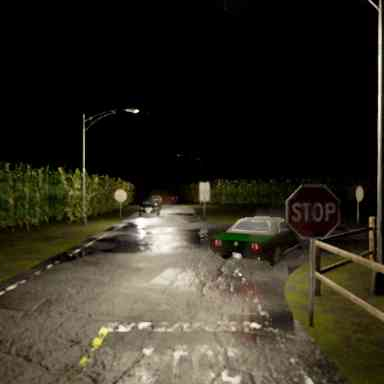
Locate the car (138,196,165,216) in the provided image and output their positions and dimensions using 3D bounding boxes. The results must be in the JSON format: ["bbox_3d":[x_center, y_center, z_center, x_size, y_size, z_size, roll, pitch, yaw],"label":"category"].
[{"bbox_3d":[-3.919,1.417,31.310,2.128,1.511,4.902,0,0,-3],"label":"car"}]

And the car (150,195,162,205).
[{"bbox_3d":[-5.906,1.365,55.093,1.882,1.535,5.008,0,0,-6],"label":"car"}]

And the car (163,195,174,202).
[{"bbox_3d":[-5.090,1.422,71.560,1.994,1.385,4.181,0,0,-8],"label":"car"}]

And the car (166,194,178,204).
[{"bbox_3d":[-3.730,1.230,61.576,2.097,1.767,4.553,0,0,-7],"label":"car"}]

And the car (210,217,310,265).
[{"bbox_3d":[2.616,1.535,11.674,1.895,1.301,4.718,0,1,35],"label":"car"}]
